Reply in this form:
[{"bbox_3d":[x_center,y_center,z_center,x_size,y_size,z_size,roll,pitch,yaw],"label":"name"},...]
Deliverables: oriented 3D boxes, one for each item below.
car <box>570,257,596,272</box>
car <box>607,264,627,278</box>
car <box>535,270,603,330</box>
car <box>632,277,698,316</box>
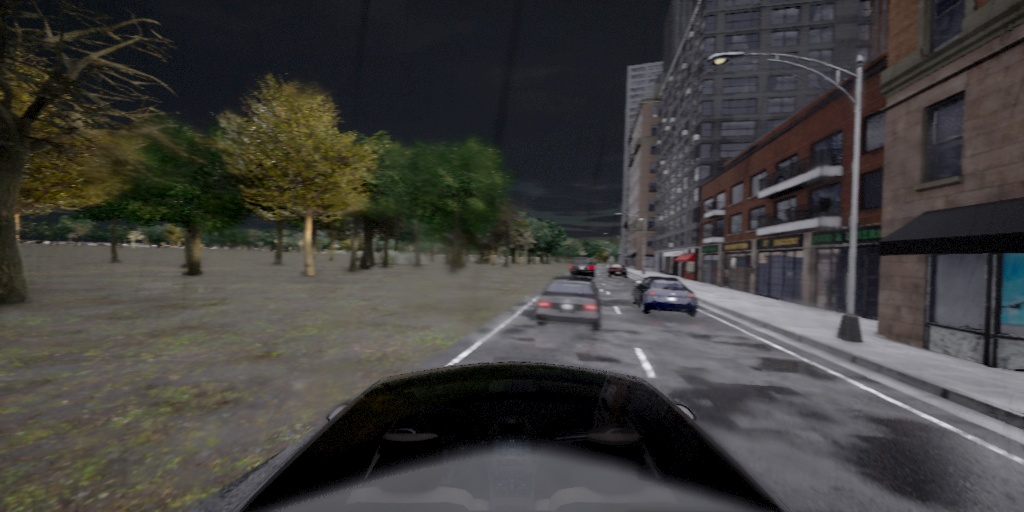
[{"bbox_3d":[6.675,1.158,33.734,2.150,2.045,5.566,2,1,13],"label":"car"},{"bbox_3d":[11.488,1.565,39.276,1.882,1.535,5.008,2,0,13],"label":"car"},{"bbox_3d":[1.943,1.371,11.657,2.033,1.411,5.357,2,0,12],"label":"car"},{"bbox_3d":[6.248,1.556,15.012,1.994,1.385,4.181,2,0,12],"label":"car"}]
